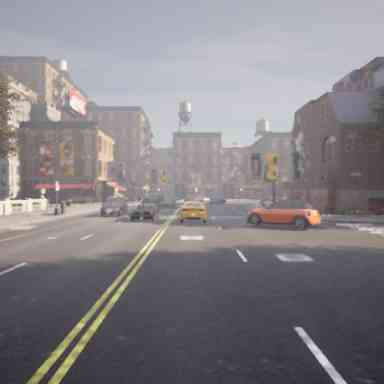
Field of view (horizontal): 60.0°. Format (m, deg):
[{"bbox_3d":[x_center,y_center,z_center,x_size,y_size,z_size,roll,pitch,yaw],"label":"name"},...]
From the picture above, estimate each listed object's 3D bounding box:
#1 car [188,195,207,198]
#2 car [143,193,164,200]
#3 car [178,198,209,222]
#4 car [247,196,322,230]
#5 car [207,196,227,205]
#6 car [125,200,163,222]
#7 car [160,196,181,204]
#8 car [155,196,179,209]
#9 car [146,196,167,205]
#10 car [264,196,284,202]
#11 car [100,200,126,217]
[{"bbox_3d":[1.509,1.495,62.066,1.812,1.442,4.674,0,0,25],"label":"car"},{"bbox_3d":[-5.810,1.199,50.985,2.150,2.045,5.566,0,0,12],"label":"car"},{"bbox_3d":[0.094,1.465,26.219,1.882,1.535,5.008,0,0,0],"label":"car"},{"bbox_3d":[5.832,1.342,21.481,4.553,1.767,2.097,0,0,41],"label":"car"},{"bbox_3d":[4.848,1.534,60.359,1.994,1.385,4.181,0,0,25],"label":"car"},{"bbox_3d":[-3.603,1.588,25.986,1.895,1.301,4.718,0,0,0],"label":"car"},{"bbox_3d":[-4.250,1.562,65.638,1.895,1.301,4.718,0,0,30],"label":"car"},{"bbox_3d":[-3.201,1.542,44.356,1.994,1.385,4.181,0,0,5],"label":"car"},{"bbox_3d":[-6.413,1.490,60.332,2.002,1.452,4.674,0,0,20],"label":"car"},{"bbox_3d":[19.137,1.557,77.485,4.718,1.301,1.895,0,0,-31],"label":"car"},{"bbox_3d":[-7.077,1.476,30.680,2.128,1.511,4.902,0,0,0],"label":"car"}]
